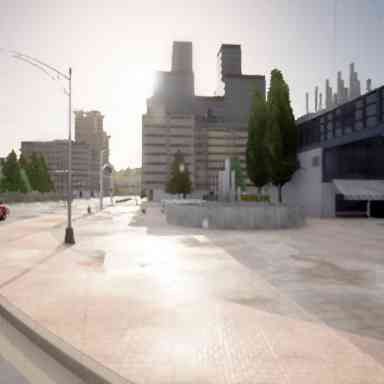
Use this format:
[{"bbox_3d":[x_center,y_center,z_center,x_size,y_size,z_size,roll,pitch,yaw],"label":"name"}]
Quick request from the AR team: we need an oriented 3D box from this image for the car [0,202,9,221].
[{"bbox_3d":[-15.654,1.312,24.779,2.150,2.045,5.566,0,0,-11],"label":"car"}]
